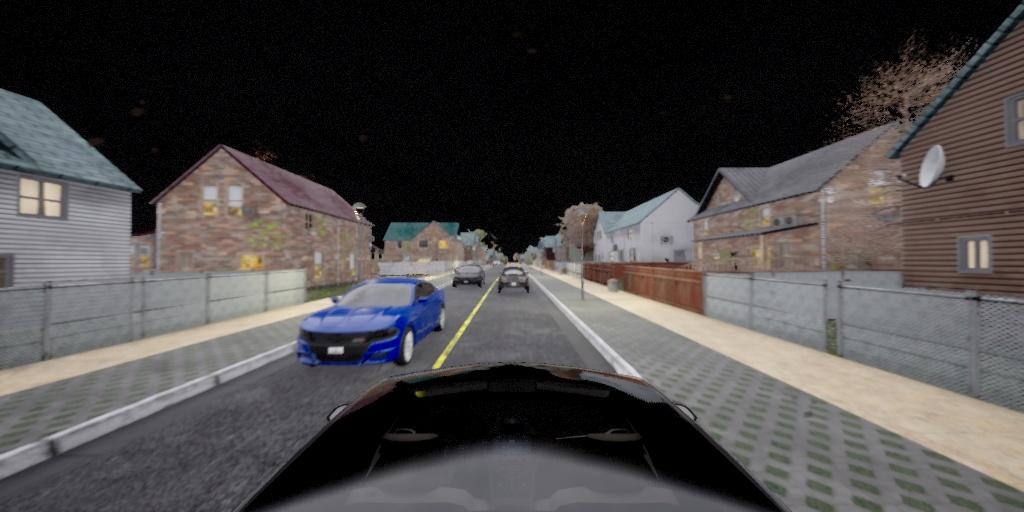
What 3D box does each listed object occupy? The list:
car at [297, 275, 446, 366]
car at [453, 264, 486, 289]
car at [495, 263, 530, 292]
[{"bbox_3d":[-2.801,1.251,8.250,1.882,1.535,5.008,0,0,1],"label":"car"},{"bbox_3d":[-2.845,1.323,24.640,1.882,1.535,5.008,0,0,0],"label":"car"},{"bbox_3d":[0.101,1.357,21.817,1.812,1.442,4.674,0,0,0],"label":"car"}]
